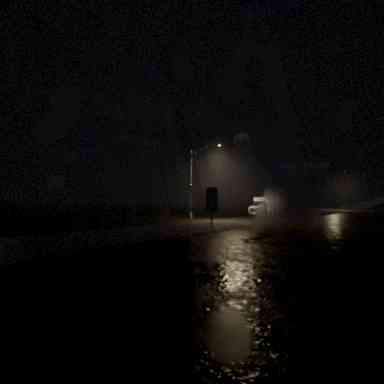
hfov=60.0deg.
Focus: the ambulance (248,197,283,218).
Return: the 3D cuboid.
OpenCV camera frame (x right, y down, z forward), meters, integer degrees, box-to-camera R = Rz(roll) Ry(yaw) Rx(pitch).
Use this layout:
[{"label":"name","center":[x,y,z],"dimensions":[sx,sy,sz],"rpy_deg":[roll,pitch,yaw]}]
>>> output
[{"label":"ambulance","center":[9.138,1.884,41.449],"dimensions":[2.351,2.431,6.366],"rpy_deg":[0,-1,36]}]
